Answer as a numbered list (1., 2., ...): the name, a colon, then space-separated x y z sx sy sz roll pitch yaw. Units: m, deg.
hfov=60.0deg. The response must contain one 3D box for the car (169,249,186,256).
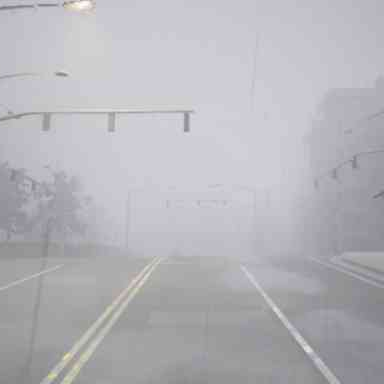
1. car: -2.582 10.127 54.962 2.097 1.767 4.553 0 -12 1

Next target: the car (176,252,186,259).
1. car: -2.234 13.377 70.004 1.994 1.385 4.181 0 -11 1
